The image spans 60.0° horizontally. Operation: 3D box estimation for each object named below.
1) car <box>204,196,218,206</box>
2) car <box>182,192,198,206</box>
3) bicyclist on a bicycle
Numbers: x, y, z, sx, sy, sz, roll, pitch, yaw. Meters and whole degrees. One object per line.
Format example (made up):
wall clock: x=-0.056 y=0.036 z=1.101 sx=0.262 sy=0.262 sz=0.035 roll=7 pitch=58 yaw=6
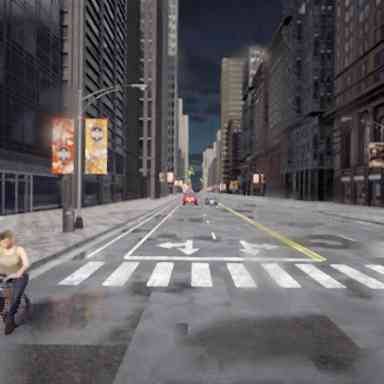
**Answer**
car: x=2.968 y=1.309 z=51.191 sx=2.128 sy=1.511 sz=4.902 roll=1 pitch=0 yaw=0
car: x=-0.279 y=1.005 z=51.185 sx=2.150 sy=2.045 sz=5.566 roll=1 pitch=0 yaw=0
bicyclist on a bicycle: x=-2.818 y=1.386 z=4.962 sx=0.866 sy=1.612 sz=1.509 roll=1 pitch=0 yaw=1
